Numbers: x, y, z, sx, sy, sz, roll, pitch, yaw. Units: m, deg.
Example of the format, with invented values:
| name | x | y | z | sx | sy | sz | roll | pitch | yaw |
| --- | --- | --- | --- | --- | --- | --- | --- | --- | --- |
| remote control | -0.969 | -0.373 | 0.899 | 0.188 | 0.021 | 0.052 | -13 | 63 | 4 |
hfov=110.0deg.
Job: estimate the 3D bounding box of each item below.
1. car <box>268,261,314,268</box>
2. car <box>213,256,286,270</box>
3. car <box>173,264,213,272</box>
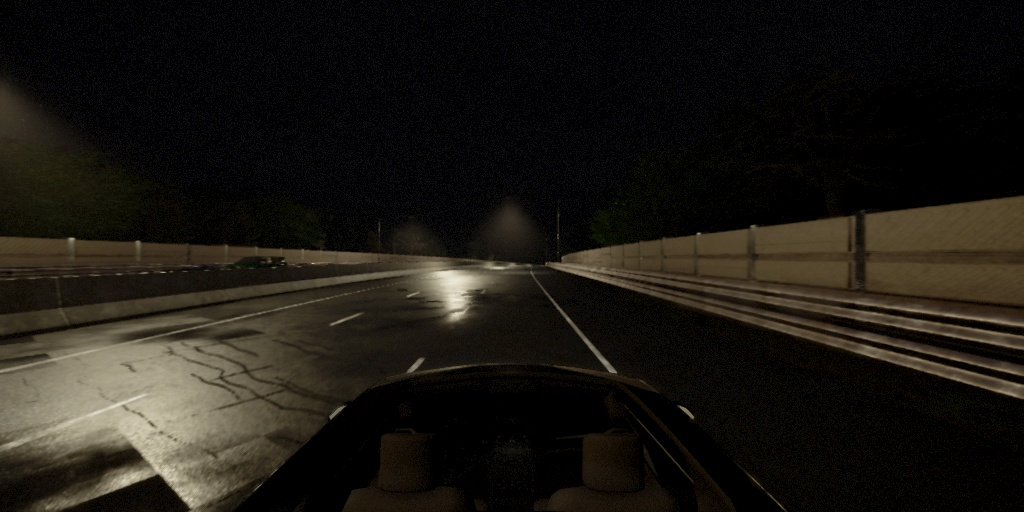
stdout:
| name | x | y | z | sx | sy | sz | roll | pitch | yaw |
| --- | --- | --- | --- | --- | --- | --- | --- | --- | --- |
| car | -17.274 | 1.344 | 29.333 | 1.994 | 1.385 | 4.181 | 0 | -1 | 2 |
| car | -20.769 | 0.995 | 29.266 | 2.150 | 2.045 | 5.566 | 0 | -1 | 2 |
| car | -24.299 | 1.317 | 28.113 | 1.994 | 1.385 | 4.181 | 0 | 0 | 2 |
